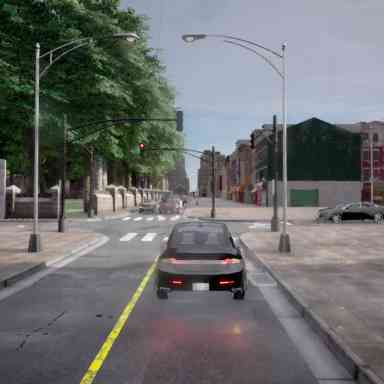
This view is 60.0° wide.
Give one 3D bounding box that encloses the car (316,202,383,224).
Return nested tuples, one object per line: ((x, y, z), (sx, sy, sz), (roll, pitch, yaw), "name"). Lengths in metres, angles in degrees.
((11.478, 1.443, 23.849), (4.902, 1.511, 2.128), (-1, -1, 1), "car")

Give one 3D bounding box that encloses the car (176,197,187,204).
((-2.045, 1.679, 67.794), (1.994, 1.385, 4.181), (0, 0, 1), "car")

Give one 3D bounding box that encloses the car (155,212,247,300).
((0.213, 1.496, 8.419), (2.128, 1.511, 4.902), (0, 0, 1), "car")

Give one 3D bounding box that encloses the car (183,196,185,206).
((-2.275, 1.575, 45.025), (1.812, 1.442, 4.674), (0, 0, 0), "car")

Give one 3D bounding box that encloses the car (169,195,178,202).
((-4.550, 1.622, 82.717), (1.967, 1.590, 4.097), (1, 0, 0), "car")

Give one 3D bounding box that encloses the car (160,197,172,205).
((-4.702, 1.672, 60.916), (1.802, 1.307, 4.206), (1, 0, 0), "car")

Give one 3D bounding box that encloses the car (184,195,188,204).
((-2.202, 1.565, 55.371), (2.128, 1.511, 4.902), (0, 0, 1), "car")

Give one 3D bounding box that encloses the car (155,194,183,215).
((-2.310, 1.383, 34.750), (2.097, 1.767, 4.553), (0, 0, -1), "car")

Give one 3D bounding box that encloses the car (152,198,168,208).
((-4.776, 1.625, 50.016), (1.947, 1.339, 4.313), (1, 0, 0), "car")

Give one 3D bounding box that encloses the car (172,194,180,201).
((-4.473, 1.557, 93.619), (2.192, 1.841, 5.009), (1, 0, 0), "car")

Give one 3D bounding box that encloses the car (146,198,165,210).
((-4.813, 1.599, 44.566), (2.008, 1.369, 4.403), (1, 0, 0), "car")

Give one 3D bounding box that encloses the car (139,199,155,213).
((-4.890, 1.586, 37.431), (2.008, 1.369, 4.403), (1, 0, 0), "car")

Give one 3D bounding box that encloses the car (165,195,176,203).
((-4.624, 1.571, 71.817), (1.967, 1.590, 4.097), (1, 0, 0), "car")

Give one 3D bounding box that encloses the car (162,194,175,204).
((-4.659, 1.424, 66.367), (2.192, 1.841, 5.009), (1, 0, 0), "car")

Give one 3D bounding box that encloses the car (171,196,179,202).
((-4.515, 1.735, 87.997), (1.752, 1.417, 4.829), (1, 0, 0), "car")

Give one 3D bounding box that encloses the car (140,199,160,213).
((-4.900, 1.564, 39.405), (1.752, 1.417, 4.829), (1, 0, 0), "car")
